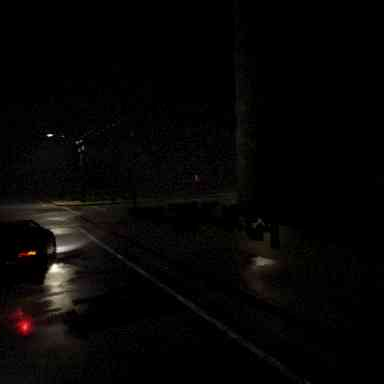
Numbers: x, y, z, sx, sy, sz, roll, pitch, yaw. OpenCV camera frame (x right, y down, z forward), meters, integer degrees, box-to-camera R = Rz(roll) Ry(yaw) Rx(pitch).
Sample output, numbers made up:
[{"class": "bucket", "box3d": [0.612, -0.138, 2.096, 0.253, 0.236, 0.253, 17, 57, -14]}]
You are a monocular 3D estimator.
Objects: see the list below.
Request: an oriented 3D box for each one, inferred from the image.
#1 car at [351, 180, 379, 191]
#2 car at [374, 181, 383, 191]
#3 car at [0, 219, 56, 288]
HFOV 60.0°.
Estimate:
[{"class": "car", "box3d": [30.300, -1.098, 58.277, 1.905, 1.878, 3.866, -2, 2, -28]}, {"class": "car", "box3d": [25.298, -0.467, 46.784, 4.902, 1.511, 2.128, -2, 2, -29]}, {"class": "car", "box3d": [-4.664, 1.392, 8.490, 1.994, 1.385, 4.181, -2, 2, -18]}]
